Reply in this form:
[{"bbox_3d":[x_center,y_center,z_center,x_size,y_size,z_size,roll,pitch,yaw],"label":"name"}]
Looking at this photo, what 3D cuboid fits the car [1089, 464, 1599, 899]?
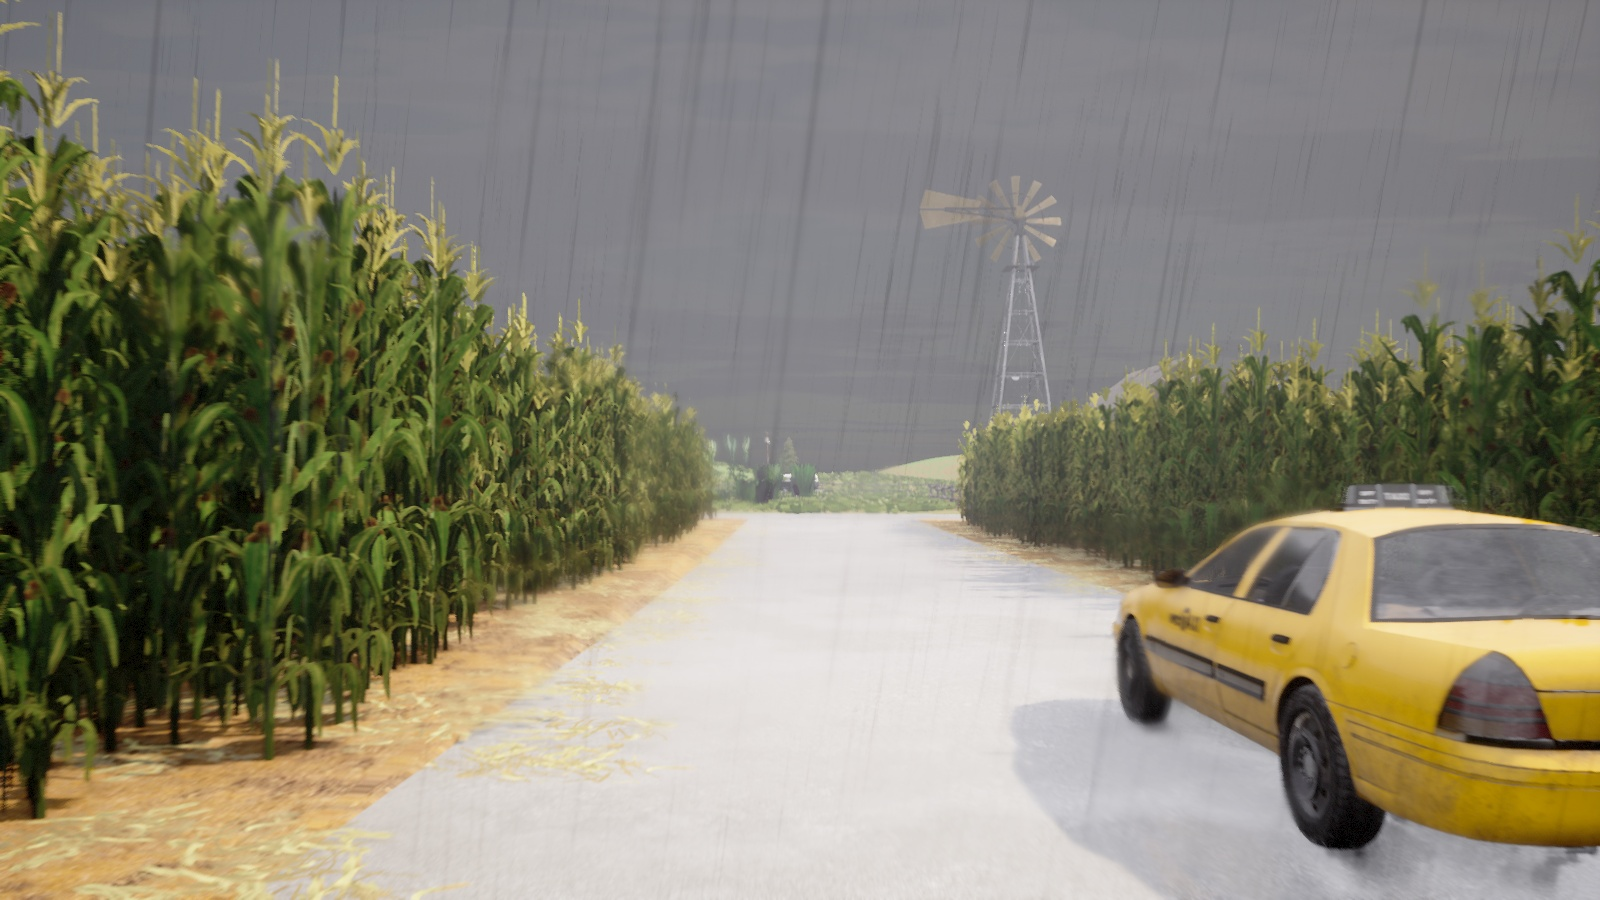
[{"bbox_3d":[3.084,0.933,6.737,1.801,1.575,5.366,0,-2,0],"label":"car"}]
